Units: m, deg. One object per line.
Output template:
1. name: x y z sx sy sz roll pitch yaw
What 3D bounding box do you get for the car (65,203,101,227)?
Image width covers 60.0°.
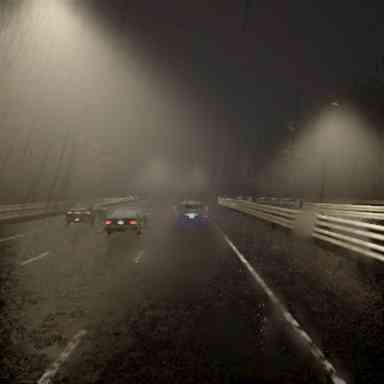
1. car: -7.089 1.491 22.870 2.128 1.511 4.902 0 0 -1

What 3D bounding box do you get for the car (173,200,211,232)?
1. car: -0.050 1.349 20.044 2.097 1.767 4.553 0 0 -1

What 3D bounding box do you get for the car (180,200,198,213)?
1. car: -0.401 1.607 38.407 1.895 1.301 4.718 0 0 -1

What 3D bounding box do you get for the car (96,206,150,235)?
1. car: -3.528 1.545 18.816 2.033 1.411 5.357 0 0 -1
